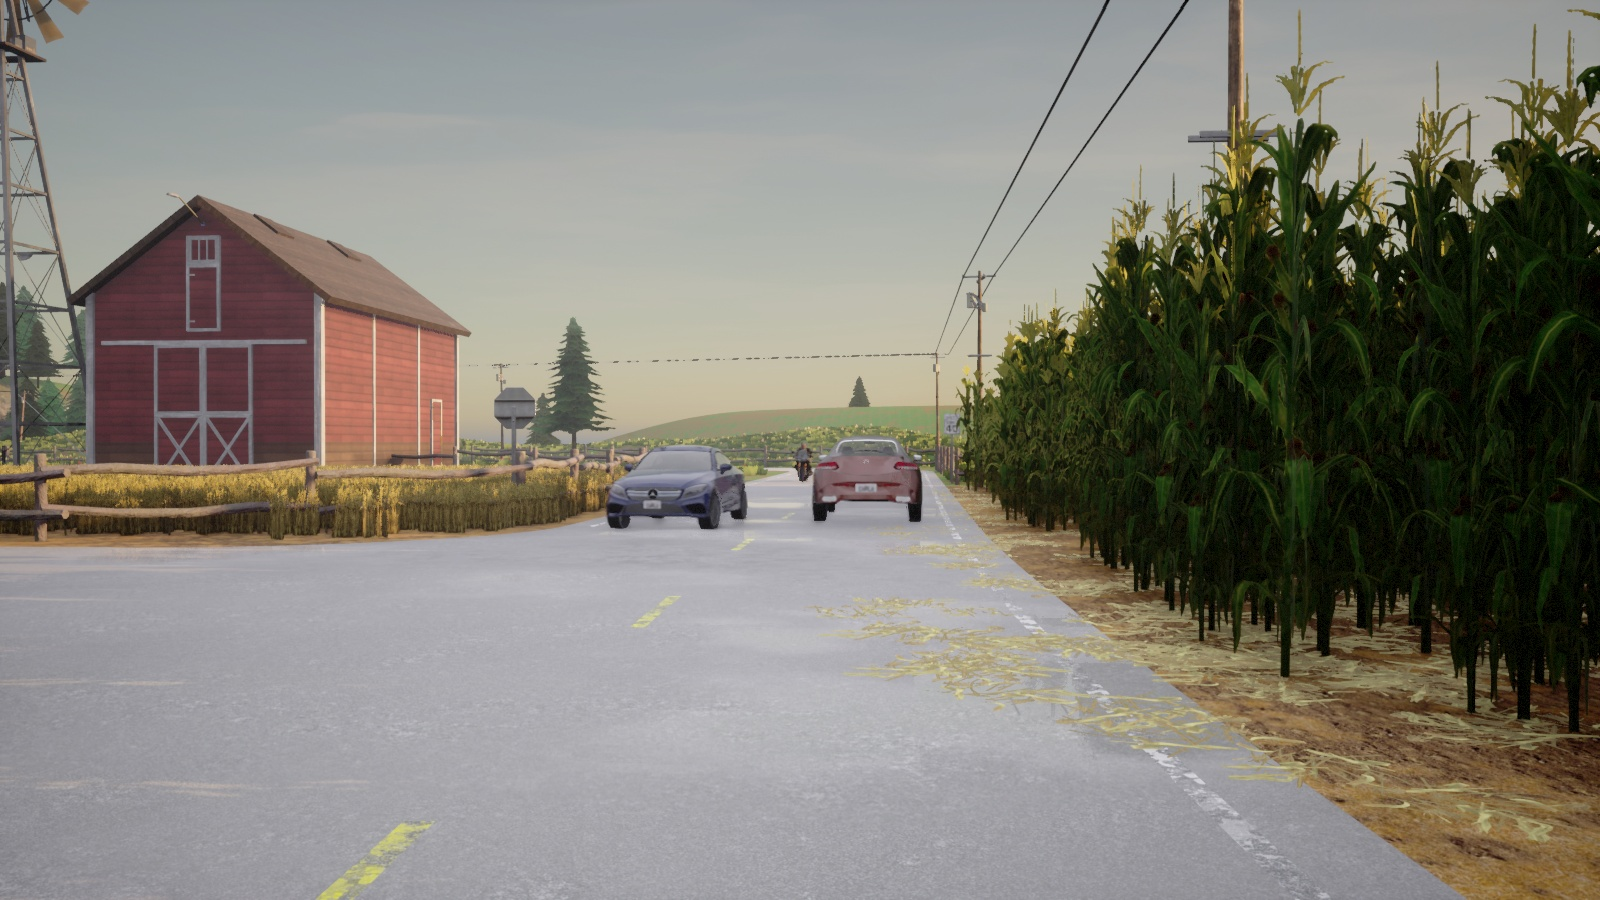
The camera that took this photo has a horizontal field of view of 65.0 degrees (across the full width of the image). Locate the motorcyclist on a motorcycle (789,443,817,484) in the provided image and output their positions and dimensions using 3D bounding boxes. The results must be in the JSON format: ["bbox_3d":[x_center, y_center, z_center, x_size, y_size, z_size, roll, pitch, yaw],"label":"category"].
[{"bbox_3d":[0.128,0.509,48.331,0.866,1.530,2.191,0,0,5],"label":"motorcyclist on a motorcycle"}]

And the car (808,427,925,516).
[{"bbox_3d":[1.428,0.380,25.800,2.152,1.651,5.027,0,0,4],"label":"car"}]

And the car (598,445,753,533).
[{"bbox_3d":[-2.164,0.640,23.192,1.812,1.442,4.674,0,0,8],"label":"car"}]
